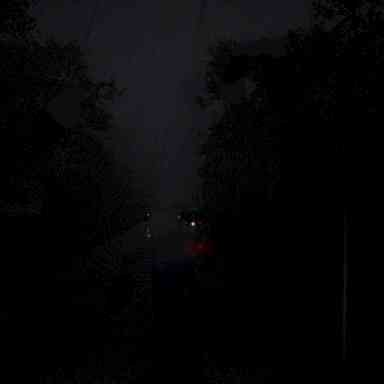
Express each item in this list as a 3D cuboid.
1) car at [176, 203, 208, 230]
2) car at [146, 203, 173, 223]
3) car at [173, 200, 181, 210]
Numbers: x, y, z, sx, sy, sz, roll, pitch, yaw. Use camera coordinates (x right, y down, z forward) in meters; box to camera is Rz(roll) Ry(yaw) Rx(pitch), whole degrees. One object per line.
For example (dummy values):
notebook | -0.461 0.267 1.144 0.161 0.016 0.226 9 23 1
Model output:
car | 0.055 1.760 23.125 1.837 1.490 4.892 0 -1 0
car | -2.917 1.894 29.500 1.812 1.442 4.674 0 -1 0
car | -3.117 2.788 70.018 2.150 2.045 5.566 0 -2 -1
